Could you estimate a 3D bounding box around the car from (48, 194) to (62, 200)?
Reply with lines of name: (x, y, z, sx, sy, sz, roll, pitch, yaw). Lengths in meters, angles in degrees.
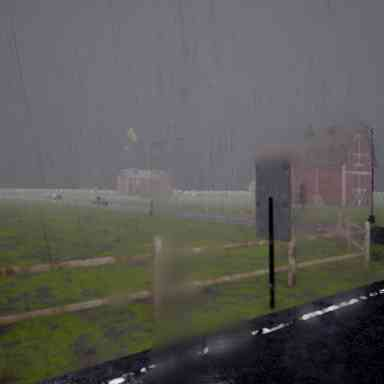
car: (-33.610, 1.294, 82.970, 1.837, 1.490, 4.892, -1, 1, -36)

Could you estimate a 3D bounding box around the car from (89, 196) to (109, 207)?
car: (-14.783, 1.496, 52.850, 1.837, 1.490, 4.892, -1, 1, -36)
